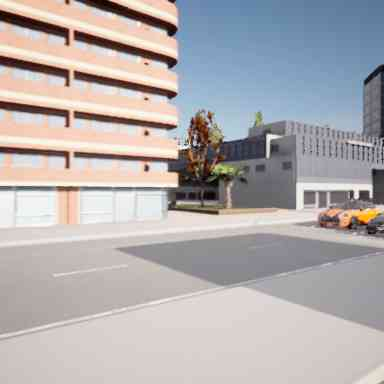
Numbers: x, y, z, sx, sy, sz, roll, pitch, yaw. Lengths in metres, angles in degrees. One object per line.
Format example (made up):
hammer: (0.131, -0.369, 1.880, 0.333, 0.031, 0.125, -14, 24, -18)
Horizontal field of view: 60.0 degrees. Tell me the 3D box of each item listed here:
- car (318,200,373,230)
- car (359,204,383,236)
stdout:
car: (9.938, 1.333, 20.906, 4.553, 1.767, 2.097, 0, 0, -35)
car: (10.963, 1.508, 17.340, 4.674, 1.442, 1.812, 0, 0, -35)
